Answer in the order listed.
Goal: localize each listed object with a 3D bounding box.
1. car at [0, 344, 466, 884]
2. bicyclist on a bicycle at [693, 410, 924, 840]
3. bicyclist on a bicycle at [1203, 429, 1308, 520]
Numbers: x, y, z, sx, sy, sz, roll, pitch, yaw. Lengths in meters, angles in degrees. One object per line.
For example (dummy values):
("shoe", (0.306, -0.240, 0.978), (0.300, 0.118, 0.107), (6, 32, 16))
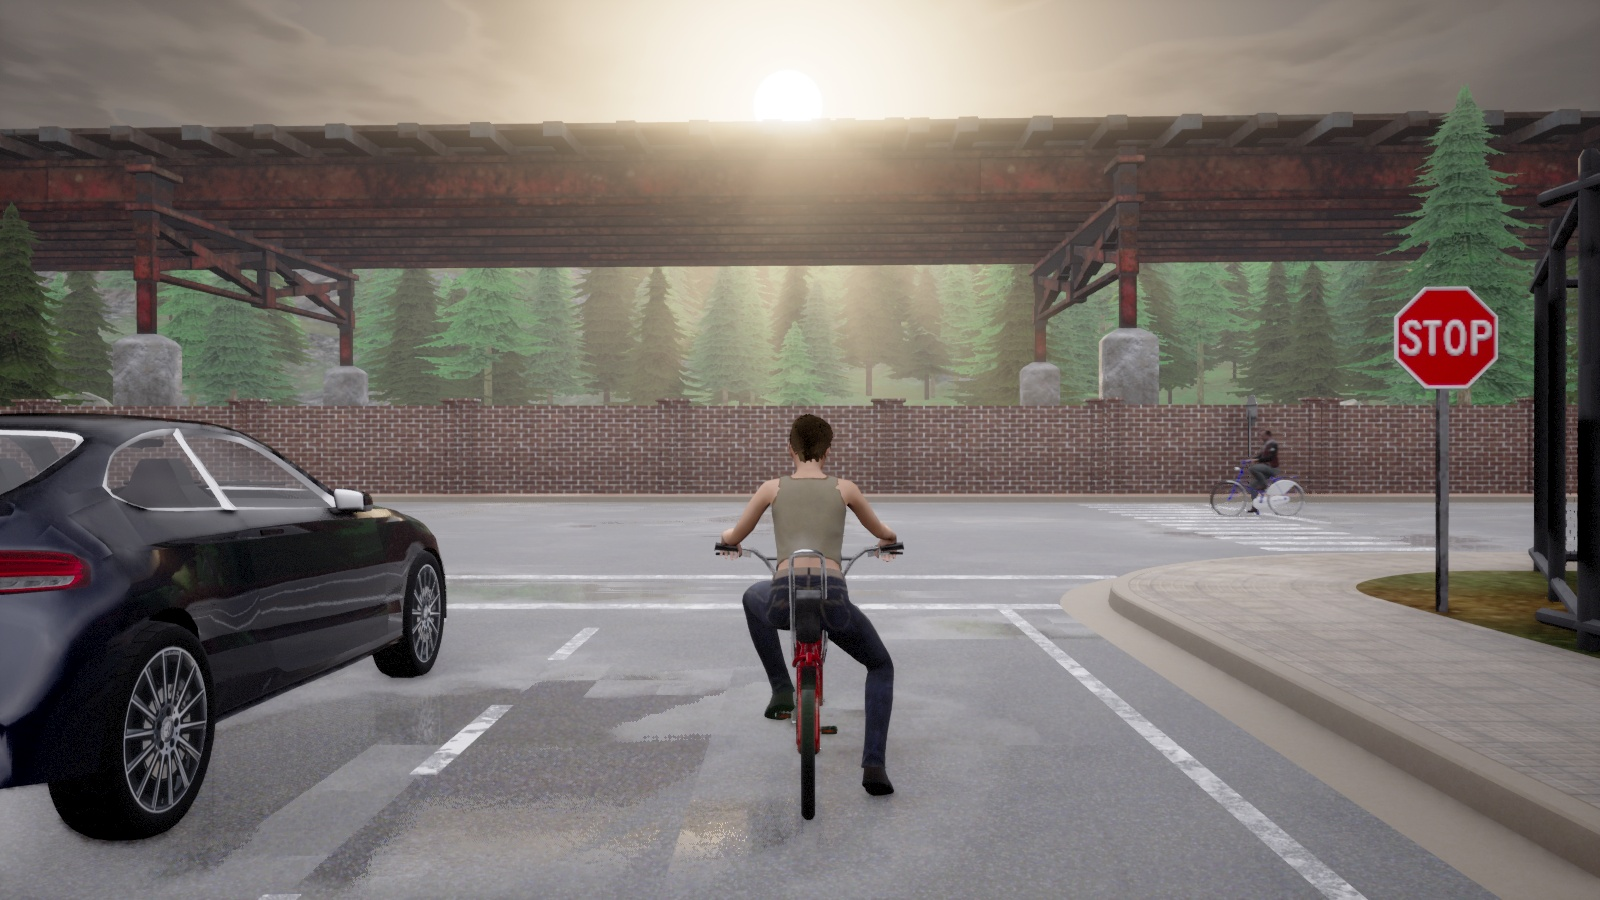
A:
("car", (-3.448, 0.486, 6.353), (2.152, 1.651, 5.027), (0, 0, 0))
("bicyclist on a bicycle", (0.039, 0.652, 5.464), (0.866, 1.612, 1.509), (0, 0, 1))
("bicyclist on a bicycle", (9.044, 0.483, 24.990), (1.843, 1.776, 0.659), (0, 0, 1))
